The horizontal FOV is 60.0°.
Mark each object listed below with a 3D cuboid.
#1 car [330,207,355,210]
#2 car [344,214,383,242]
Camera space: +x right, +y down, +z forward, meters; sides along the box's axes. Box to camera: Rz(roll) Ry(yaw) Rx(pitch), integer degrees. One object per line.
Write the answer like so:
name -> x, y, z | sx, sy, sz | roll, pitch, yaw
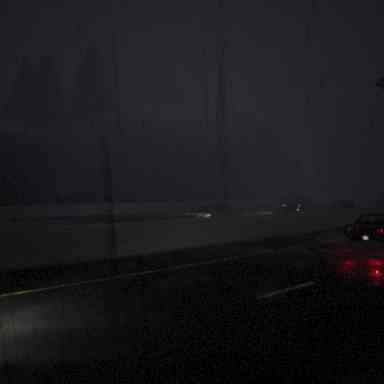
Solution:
car -> 17.929, 1.637, 39.219 | 2.128, 1.511, 4.902 | 0, 0, 42
car -> 9.069, 1.658, 15.588 | 4.718, 1.301, 1.895 | 0, 0, -40
